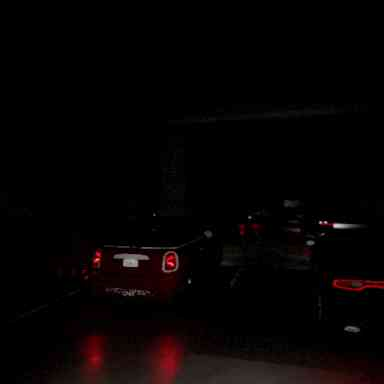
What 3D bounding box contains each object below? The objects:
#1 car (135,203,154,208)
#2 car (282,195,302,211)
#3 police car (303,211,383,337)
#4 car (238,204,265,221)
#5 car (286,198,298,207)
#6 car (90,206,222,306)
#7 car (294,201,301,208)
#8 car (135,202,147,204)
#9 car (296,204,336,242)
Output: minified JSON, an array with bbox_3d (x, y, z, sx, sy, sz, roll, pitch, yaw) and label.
[{"bbox_3d":[-2.858,1.769,26.542,1.895,1.301,4.718,-1,0,16],"label":"car"},{"bbox_3d":[12.661,1.348,42.045,2.150,2.045,5.566,-1,0,17],"label":"car"},{"bbox_3d":[3.496,1.435,6.878,1.930,1.638,5.238,-1,0,16],"label":"police car"},{"bbox_3d":[5.219,1.714,28.488,1.895,1.301,4.718,-1,0,16],"label":"car"},{"bbox_3d":[16.542,1.693,55.312,1.812,1.442,4.674,-1,0,16],"label":"car"},{"bbox_3d":[-0.609,1.404,8.496,2.097,1.767,4.553,-1,0,16],"label":"car"},{"bbox_3d":[7.983,1.582,22.121,1.812,1.442,4.674,-1,0,16],"label":"car"},{"bbox_3d":[-5.034,1.691,31.550,1.882,1.535,5.008,-1,0,16],"label":"car"},{"bbox_3d":[6.289,1.544,16.365,1.837,1.490,4.892,-1,0,16],"label":"car"}]
